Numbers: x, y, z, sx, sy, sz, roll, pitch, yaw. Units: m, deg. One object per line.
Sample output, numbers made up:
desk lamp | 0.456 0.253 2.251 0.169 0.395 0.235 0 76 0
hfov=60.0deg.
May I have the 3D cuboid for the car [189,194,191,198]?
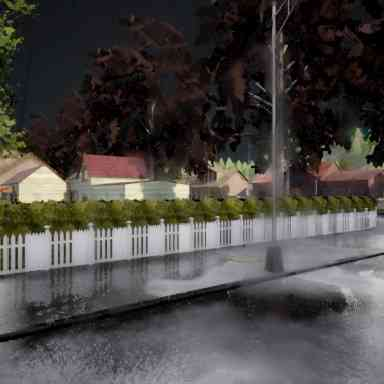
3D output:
car | -2.184 1.221 57.453 2.150 2.045 5.566 0 0 -35
